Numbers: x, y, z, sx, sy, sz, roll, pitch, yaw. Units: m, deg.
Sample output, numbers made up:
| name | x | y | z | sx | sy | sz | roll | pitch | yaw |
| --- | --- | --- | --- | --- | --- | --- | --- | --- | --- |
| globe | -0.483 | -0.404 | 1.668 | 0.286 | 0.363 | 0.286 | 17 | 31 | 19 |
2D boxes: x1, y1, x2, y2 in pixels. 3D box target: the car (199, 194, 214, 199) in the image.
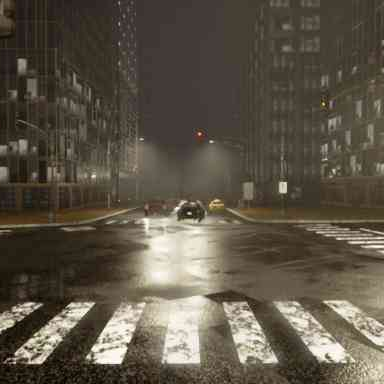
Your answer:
| name | x | y | z | sx | sy | sz | roll | pitch | yaw |
| --- | --- | --- | --- | --- | --- | --- | --- | --- | --- |
| car | 2.624 | 1.281 | 51.895 | 2.192 | 1.841 | 5.009 | -1 | 0 | 0 |

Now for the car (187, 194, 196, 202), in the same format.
| name | x | y | z | sx | sy | sz | roll | pitch | yaw |
| --- | --- | --- | --- | --- | --- | --- | --- | --- | --- |
| car | -0.124 | 1.250 | 72.707 | 1.882 | 1.535 | 5.008 | 0 | 0 | 0 |

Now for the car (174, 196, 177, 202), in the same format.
| name | x | y | z | sx | sy | sz | roll | pitch | yaw |
| --- | --- | --- | --- | --- | --- | --- | --- | --- | --- |
| car | -3.161 | 1.455 | 40.468 | 1.882 | 1.535 | 5.008 | 0 | 0 | 0 |

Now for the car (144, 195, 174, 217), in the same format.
| name | x | y | z | sx | sy | sz | roll | pitch | yaw |
| --- | --- | --- | --- | --- | --- | --- | --- | --- | --- |
| car | -3.166 | 1.337 | 31.170 | 2.097 | 1.767 | 4.553 | 0 | 0 | 0 |

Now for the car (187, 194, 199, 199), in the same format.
| name | x | y | z | sx | sy | sz | roll | pitch | yaw |
| --- | --- | --- | --- | --- | --- | --- | --- | --- | --- |
| car | -0.107 | 1.553 | 62.734 | 1.895 | 1.301 | 4.718 | 0 | 0 | 0 |

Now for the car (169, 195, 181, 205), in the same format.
| name | x | y | z | sx | sy | sz | roll | pitch | yaw |
| --- | --- | --- | --- | --- | --- | --- | --- | --- | --- |
| car | -3.126 | 1.432 | 60.954 | 1.882 | 1.535 | 5.008 | 0 | 0 | 0 |

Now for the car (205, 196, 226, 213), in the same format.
| name | x | y | z | sx | sy | sz | roll | pitch | yaw |
| --- | --- | --- | --- | --- | --- | --- | --- | --- | --- |
| car | 2.744 | 1.506 | 36.814 | 1.752 | 1.417 | 4.829 | -1 | 0 | 0 |

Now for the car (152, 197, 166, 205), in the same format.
| name | x | y | z | sx | sy | sz | roll | pitch | yaw |
| --- | --- | --- | --- | --- | --- | --- | --- | --- | --- |
| car | -5.769 | 1.524 | 58.105 | 1.947 | 1.339 | 4.313 | -1 | 0 | 0 |

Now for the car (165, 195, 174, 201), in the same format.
| name | x | y | z | sx | sy | sz | roll | pitch | yaw |
| --- | --- | --- | --- | --- | --- | --- | --- | --- | --- |
| car | -5.816 | 1.486 | 86.473 | 1.947 | 1.339 | 4.313 | -1 | 0 | 0 |

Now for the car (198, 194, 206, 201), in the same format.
| name | x | y | z | sx | sy | sz | roll | pitch | yaw |
| --- | --- | --- | --- | --- | --- | --- | --- | --- | --- |
| car | 2.529 | 1.360 | 86.427 | 1.967 | 1.590 | 4.097 | -1 | 0 | 0 |

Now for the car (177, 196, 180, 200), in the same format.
| name | x | y | z | sx | sy | sz | roll | pitch | yaw |
| --- | --- | --- | --- | --- | --- | --- | --- | --- | --- |
| car | -3.152 | 1.568 | 50.479 | 1.895 | 1.301 | 4.718 | 0 | 0 | 0 |

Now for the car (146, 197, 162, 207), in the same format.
| name | x | y | z | sx | sy | sz | roll | pitch | yaw |
| --- | --- | --- | --- | --- | --- | --- | --- | --- | --- |
| car | -5.929 | 1.531 | 52.430 | 1.947 | 1.339 | 4.313 | -1 | 0 | 0 |

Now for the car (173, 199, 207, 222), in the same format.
| name | x | y | z | sx | sy | sz | roll | pitch | yaw |
| --- | --- | --- | --- | --- | --- | --- | --- | --- | --- |
| car | -0.073 | 1.554 | 26.647 | 1.994 | 1.385 | 4.181 | 0 | 0 | 3 |

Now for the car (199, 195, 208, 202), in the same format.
| name | x | y | z | sx | sy | sz | roll | pitch | yaw |
| --- | --- | --- | --- | --- | --- | --- | --- | --- | --- |
| car | 2.550 | 1.487 | 75.078 | 2.008 | 1.369 | 4.403 | -1 | 0 | 0 |

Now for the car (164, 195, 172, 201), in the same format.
| name | x | y | z | sx | sy | sz | roll | pitch | yaw |
| --- | --- | --- | --- | --- | --- | --- | --- | --- | --- |
| car | -5.807 | 1.510 | 80.800 | 1.802 | 1.307 | 4.206 | -1 | 0 | 0 |

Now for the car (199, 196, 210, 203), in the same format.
| name | x | y | z | sx | sy | sz | roll | pitch | yaw |
| --- | --- | --- | --- | --- | --- | --- | --- | --- | --- |
| car | 2.560 | 1.510 | 69.404 | 1.947 | 1.339 | 4.313 | -1 | 0 | 0 |
